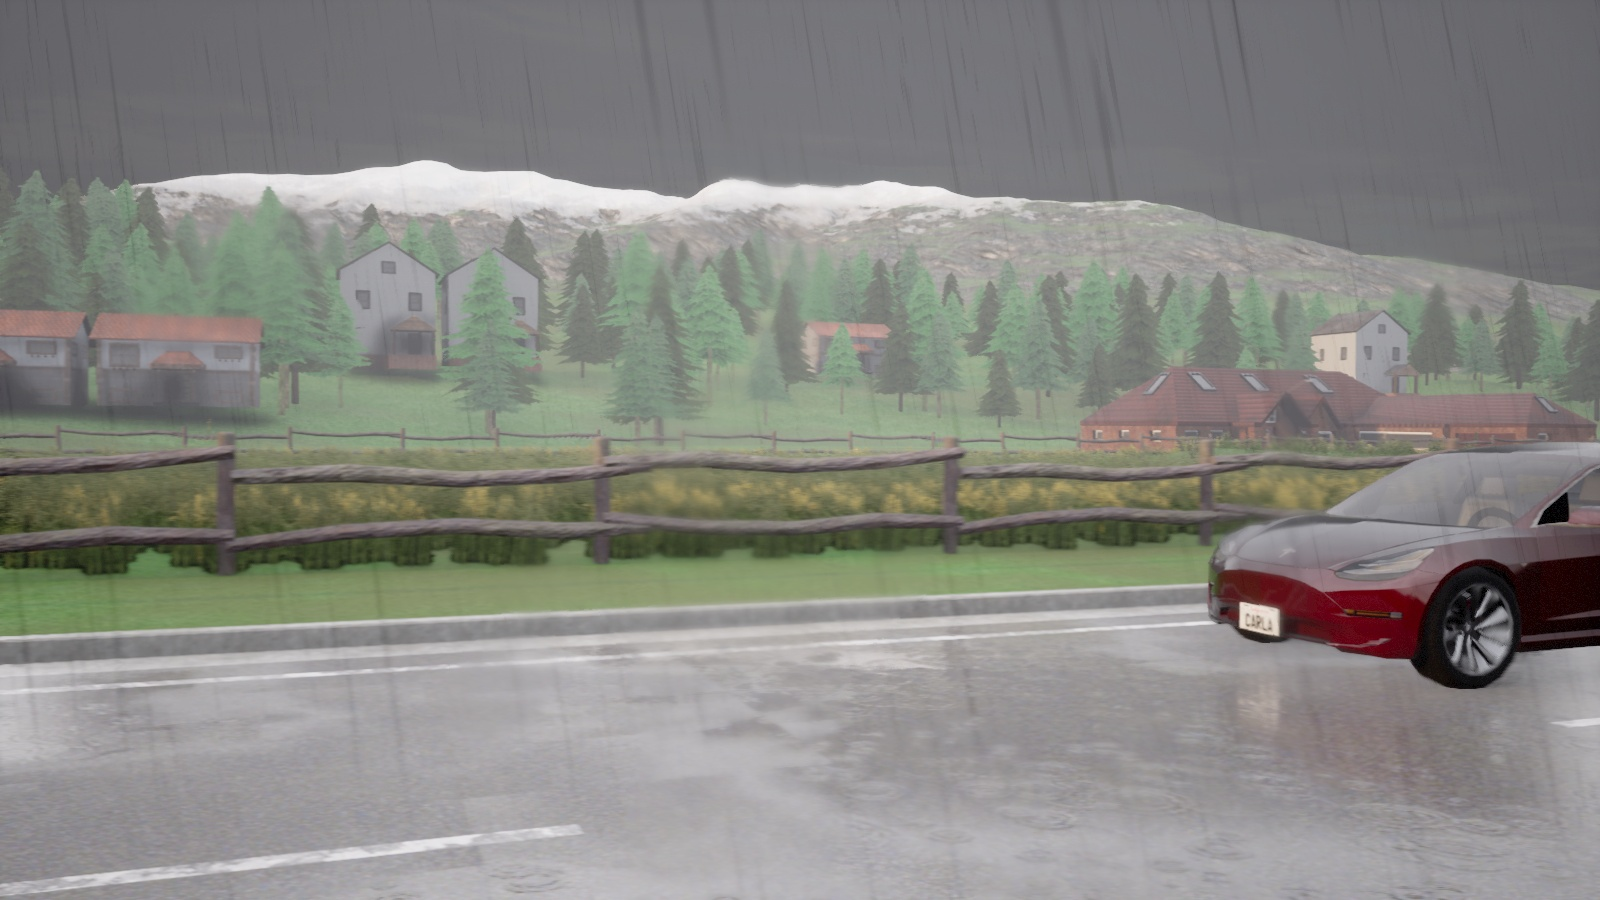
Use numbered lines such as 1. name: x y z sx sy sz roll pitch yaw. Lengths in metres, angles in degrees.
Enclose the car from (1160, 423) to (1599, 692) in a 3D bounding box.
1. car: 5.253 0.569 8.968 4.792 1.488 2.163 -1 1 -21
